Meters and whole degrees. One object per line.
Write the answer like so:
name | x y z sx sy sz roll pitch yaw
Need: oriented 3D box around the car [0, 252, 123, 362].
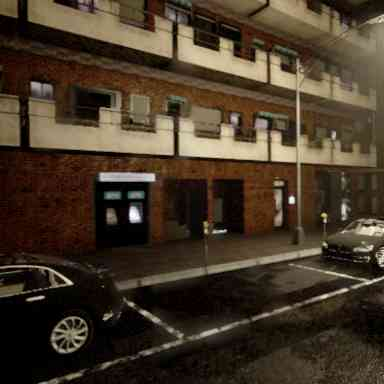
car | -3.109 1.552 4.353 4.403 1.369 2.008 0 -1 -36

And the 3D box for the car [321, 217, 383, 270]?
car | 6.011 1.532 10.861 4.403 1.369 2.008 0 -1 -36
